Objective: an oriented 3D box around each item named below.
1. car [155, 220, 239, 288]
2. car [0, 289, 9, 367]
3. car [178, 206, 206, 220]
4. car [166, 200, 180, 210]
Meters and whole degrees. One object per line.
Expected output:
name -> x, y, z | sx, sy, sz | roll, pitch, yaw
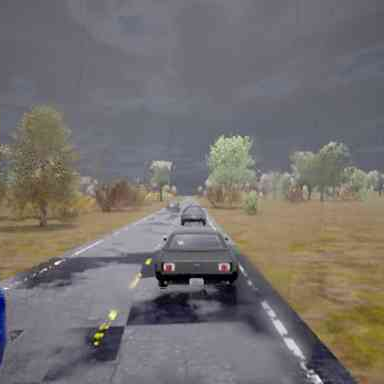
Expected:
car -> 0.106, 1.709, 9.544 | 1.895, 1.301, 4.718 | 0, -1, 0
car -> -3.100, 1.499, 1.865 | 1.882, 1.535, 5.008 | 0, -1, 0
car -> 0.122, 1.864, 27.329 | 1.994, 1.385, 4.181 | 0, -1, 0
car -> -2.976, 2.045, 51.744 | 2.128, 1.511, 4.902 | 0, -1, 0
